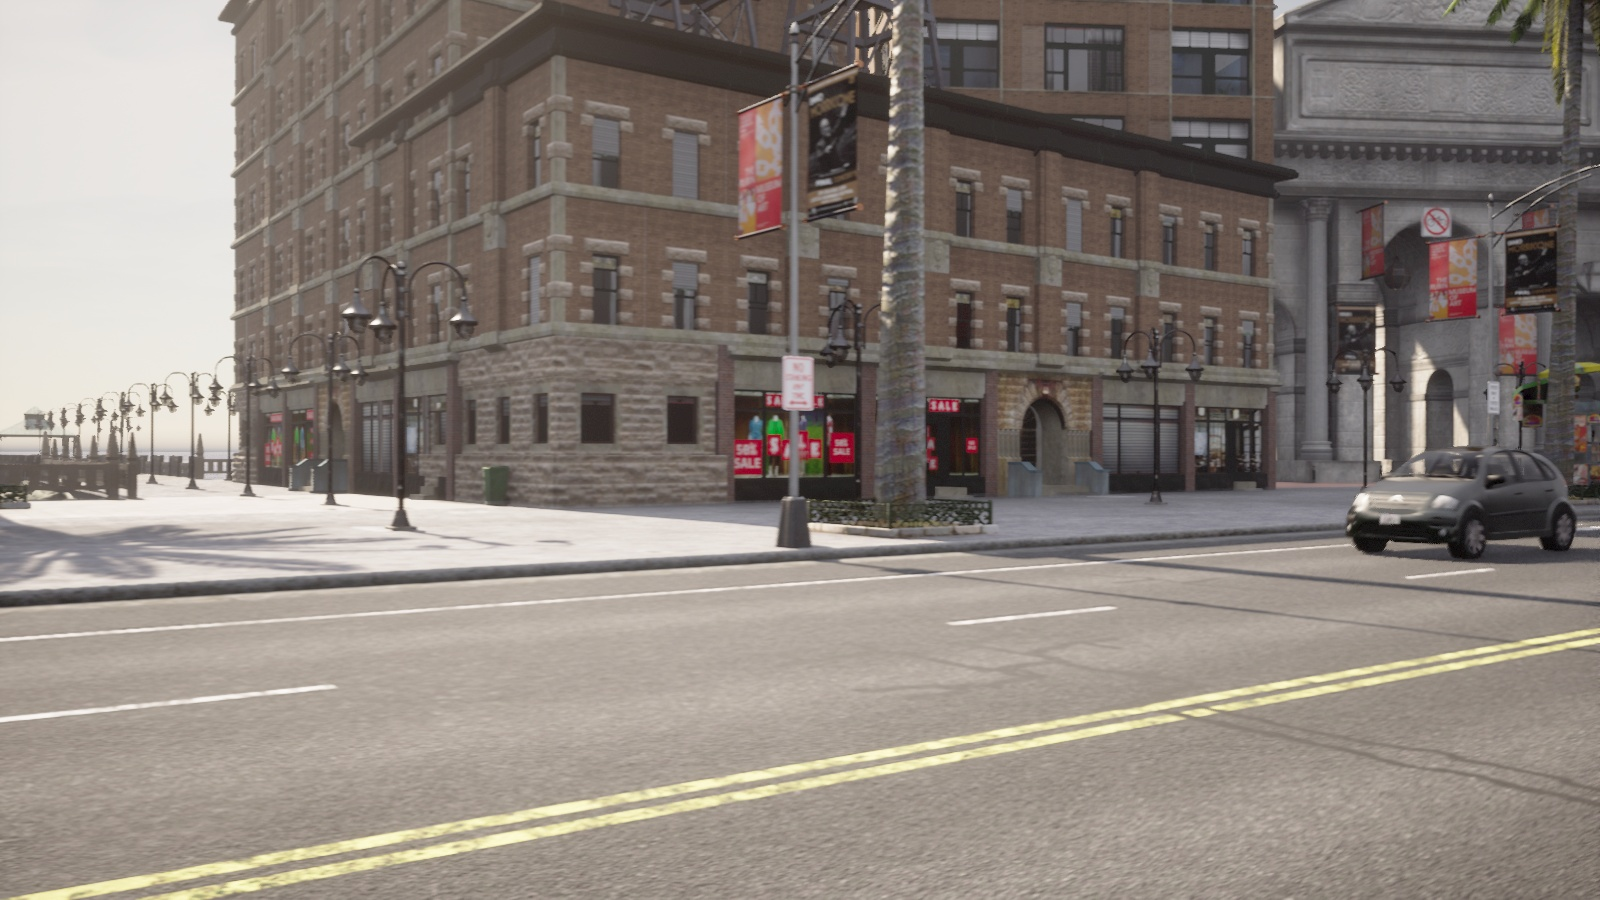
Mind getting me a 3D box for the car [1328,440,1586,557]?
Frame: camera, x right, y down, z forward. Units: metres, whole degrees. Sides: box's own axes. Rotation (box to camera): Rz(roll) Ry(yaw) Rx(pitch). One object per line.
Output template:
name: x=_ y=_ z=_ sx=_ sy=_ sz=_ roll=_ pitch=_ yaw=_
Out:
car: x=10.076 y=0.669 z=19.184 sx=3.988 sy=1.617 sz=1.851 roll=0 pitch=0 yaw=-35
